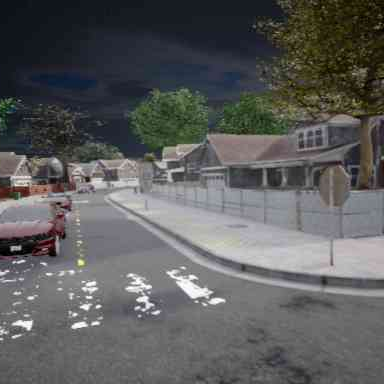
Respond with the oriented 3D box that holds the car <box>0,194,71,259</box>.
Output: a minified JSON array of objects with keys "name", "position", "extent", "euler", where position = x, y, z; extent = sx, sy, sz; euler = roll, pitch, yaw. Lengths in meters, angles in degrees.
[{"name":"car","position":[-5.281,1.091,10.967],"extent":[1.882,1.535,5.008],"euler":[-2,3,-17]}]

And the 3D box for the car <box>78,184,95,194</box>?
[{"name":"car","position":[-16.716,-0.525,52.640],"extent":[1.837,1.490,4.892],"euler":[-2,2,-5]}]

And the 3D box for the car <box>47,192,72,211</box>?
[{"name":"car","position":[-9.845,0.682,24.270],"extent":[1.994,1.385,4.181],"euler":[-3,3,-19]}]
